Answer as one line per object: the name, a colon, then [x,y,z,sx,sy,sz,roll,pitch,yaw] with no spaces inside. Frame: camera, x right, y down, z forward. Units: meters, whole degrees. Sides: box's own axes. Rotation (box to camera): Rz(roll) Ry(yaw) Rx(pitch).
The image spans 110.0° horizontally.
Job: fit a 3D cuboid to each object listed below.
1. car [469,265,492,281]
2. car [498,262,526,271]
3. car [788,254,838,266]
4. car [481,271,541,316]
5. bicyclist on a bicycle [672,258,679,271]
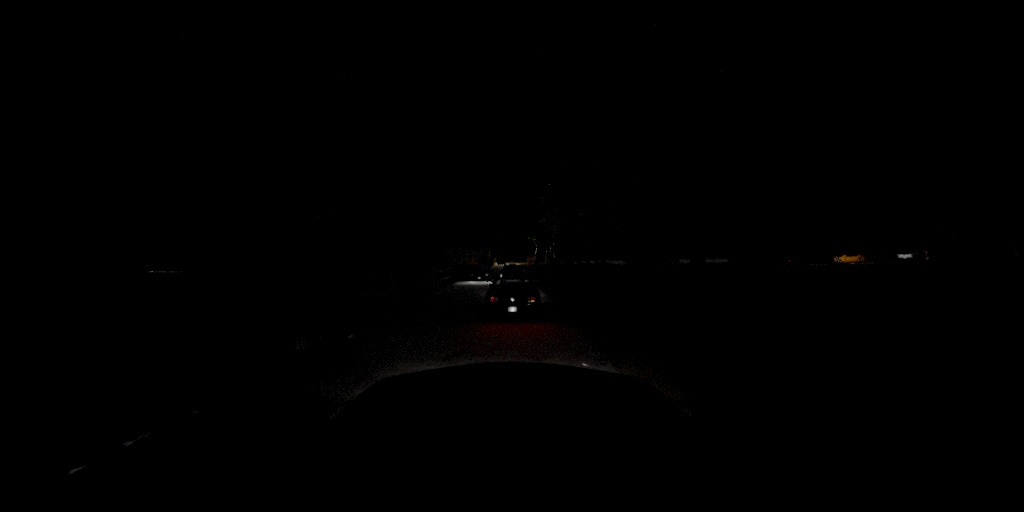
car: [-2.776,1.524,33.341,2.033,1.411,5.357,0,0,1]
car: [0.042,1.453,29.020,1.837,1.490,4.892,0,0,1]
car: [39.114,0.602,46.924,4.718,1.301,1.895,-2,-1,0]
car: [0.041,1.442,13.752,1.895,1.301,4.718,0,0,1]
bicyclist on a bicycle: [19.894,1.040,43.720,0.582,1.620,1.656,-1,-1,0]
